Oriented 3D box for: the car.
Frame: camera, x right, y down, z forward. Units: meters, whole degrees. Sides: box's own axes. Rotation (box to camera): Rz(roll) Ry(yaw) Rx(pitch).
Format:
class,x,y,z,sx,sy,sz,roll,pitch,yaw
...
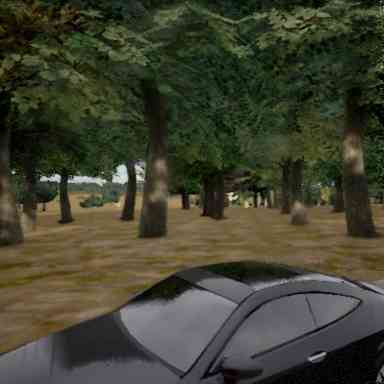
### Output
class,x,y,z,sx,sy,sz,roll,pitch,yaw
car,0.333,1.510,3.295,4.674,1.442,1.812,0,0,-32
